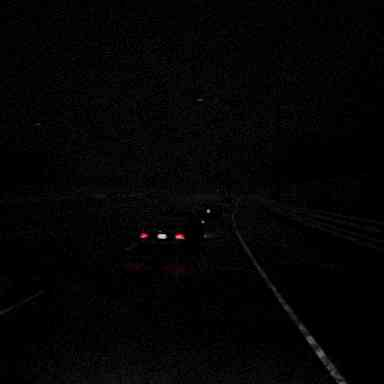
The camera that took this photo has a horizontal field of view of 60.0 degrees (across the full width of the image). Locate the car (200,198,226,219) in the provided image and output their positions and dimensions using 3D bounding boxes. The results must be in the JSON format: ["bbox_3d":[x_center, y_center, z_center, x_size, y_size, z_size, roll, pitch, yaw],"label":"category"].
[{"bbox_3d":[1.578,1.467,28.094,1.994,1.385,4.181,0,0,9],"label":"car"}]

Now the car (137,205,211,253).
[{"bbox_3d":[-0.622,1.492,13.373,2.033,1.411,5.357,0,0,9],"label":"car"}]

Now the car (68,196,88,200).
[{"bbox_3d":[-14.249,1.308,41.125,2.128,1.511,4.902,0,0,9],"label":"car"}]

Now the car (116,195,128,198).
[{"bbox_3d":[-11.858,1.293,56.844,1.812,1.442,4.674,0,0,9],"label":"car"}]

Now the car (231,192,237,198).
[{"bbox_3d":[9.222,1.329,79.243,1.895,1.301,4.718,0,0,9],"label":"car"}]

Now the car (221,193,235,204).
[{"bbox_3d":[5.862,1.327,56.752,1.837,1.490,4.892,0,0,9],"label":"car"}]

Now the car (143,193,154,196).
[{"bbox_3d":[-9.506,1.069,72.319,2.097,1.767,4.553,0,0,9],"label":"car"}]
